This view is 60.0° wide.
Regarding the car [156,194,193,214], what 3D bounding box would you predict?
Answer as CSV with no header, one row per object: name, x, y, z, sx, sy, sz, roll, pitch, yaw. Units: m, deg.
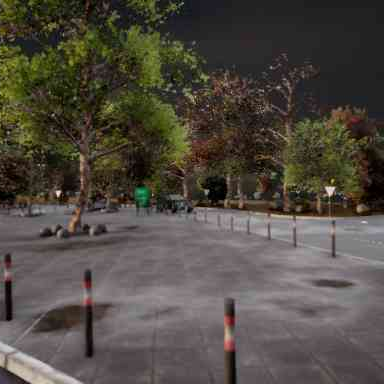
car,-2.031,1.226,36.562,2.150,2.045,5.566,0,0,-31

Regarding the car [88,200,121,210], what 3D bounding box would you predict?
car,-11.386,1.672,43.572,4.181,1.385,1.994,-1,0,-4
